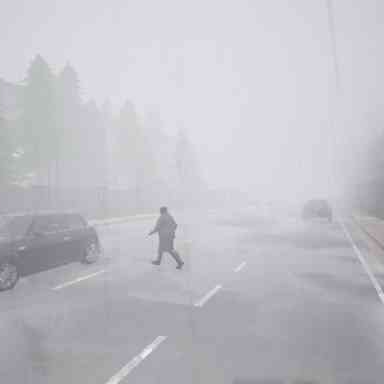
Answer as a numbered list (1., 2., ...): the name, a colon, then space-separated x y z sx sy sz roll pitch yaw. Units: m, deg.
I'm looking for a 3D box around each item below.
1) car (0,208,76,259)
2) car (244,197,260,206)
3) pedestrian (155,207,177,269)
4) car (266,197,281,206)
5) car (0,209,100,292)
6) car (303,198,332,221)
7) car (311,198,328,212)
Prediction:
1. car: -6.976 1.491 12.698 2.128 1.511 4.902 0 0 21
2. car: 9.996 1.488 55.274 1.882 1.535 5.008 0 0 22
3. pedestrian: -0.777 1.294 9.867 0.375 1.860 0.375 0 0 22
4. car: 13.069 1.526 53.540 1.812 1.442 4.674 0 0 22
5. car: -4.613 1.352 9.134 2.097 1.767 4.553 0 0 21
6. car: 10.385 1.352 27.473 2.097 1.767 4.553 0 0 22
7. car: 15.407 1.478 40.154 1.882 1.535 5.008 0 0 22
